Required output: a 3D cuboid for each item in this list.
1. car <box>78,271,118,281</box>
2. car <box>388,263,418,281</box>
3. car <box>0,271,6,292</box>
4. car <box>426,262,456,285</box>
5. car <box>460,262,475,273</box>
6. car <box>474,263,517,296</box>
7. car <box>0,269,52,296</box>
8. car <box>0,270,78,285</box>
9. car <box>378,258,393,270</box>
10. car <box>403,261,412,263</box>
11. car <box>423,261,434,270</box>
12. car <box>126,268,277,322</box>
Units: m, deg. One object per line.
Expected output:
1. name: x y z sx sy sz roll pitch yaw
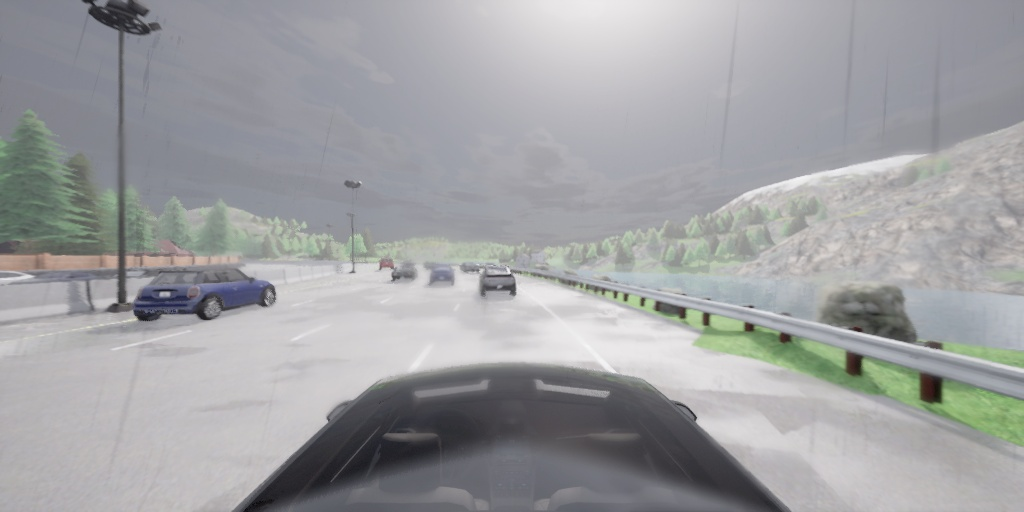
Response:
1. car: -22.298 1.483 21.478 1.812 1.442 4.674 0 0 -7
2. car: -9.446 1.515 31.823 1.895 1.301 4.718 0 0 -11
3. car: -32.719 1.617 20.256 1.895 1.301 4.718 0 0 -7
4. car: -5.380 1.400 27.773 1.812 1.442 4.674 0 0 -10
5. car: -5.621 1.492 47.144 2.033 1.411 5.357 0 0 -17
6. car: -0.883 1.311 19.875 2.128 1.511 4.902 0 0 -7
7. car: -29.158 1.519 19.797 1.812 1.442 4.674 0 0 -6
8. car: -25.722 1.539 20.567 1.994 1.385 4.181 0 0 -7
9. car: -21.374 1.312 60.875 2.150 2.045 5.566 0 0 -22
10. car: -18.138 1.579 62.023 1.837 1.490 4.892 1 0 -21
11. car: -14.093 1.537 61.165 2.128 1.511 4.902 0 0 -21
12. car: -10.811 1.208 13.137 2.097 1.767 4.553 0 0 -4
